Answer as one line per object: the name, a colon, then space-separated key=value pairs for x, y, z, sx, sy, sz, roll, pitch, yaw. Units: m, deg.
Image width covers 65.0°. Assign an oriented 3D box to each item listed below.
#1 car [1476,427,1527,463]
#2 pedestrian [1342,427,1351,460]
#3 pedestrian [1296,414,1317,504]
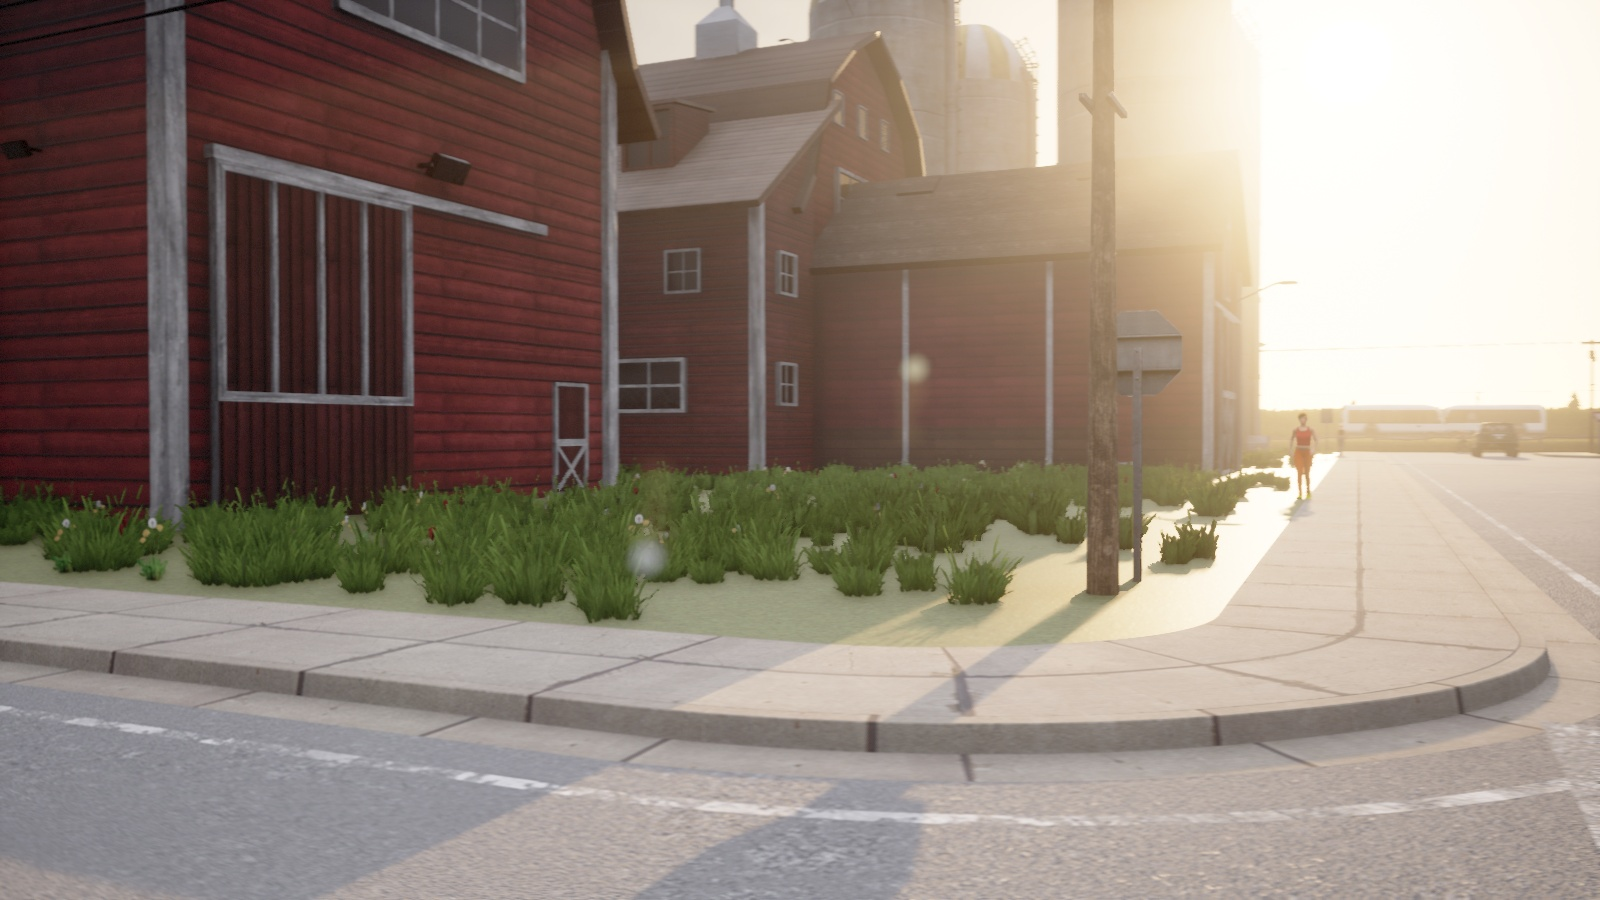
car: x=41.626 y=-0.292 z=74.637 sx=2.150 sy=2.045 sz=5.566 roll=1 pitch=0 yaw=24
pedestrian: x=30.908 y=-0.357 z=71.033 sx=0.345 sy=1.836 sz=0.594 roll=1 pitch=1 yaw=32
pedestrian: x=10.416 y=0.173 z=25.826 sx=0.345 sy=1.836 sz=0.594 roll=1 pitch=1 yaw=24
